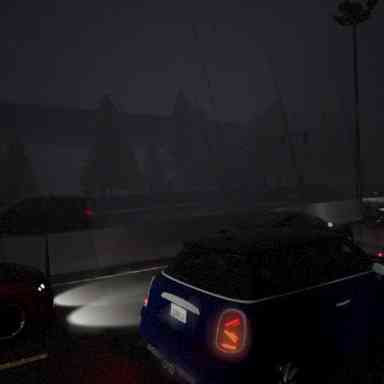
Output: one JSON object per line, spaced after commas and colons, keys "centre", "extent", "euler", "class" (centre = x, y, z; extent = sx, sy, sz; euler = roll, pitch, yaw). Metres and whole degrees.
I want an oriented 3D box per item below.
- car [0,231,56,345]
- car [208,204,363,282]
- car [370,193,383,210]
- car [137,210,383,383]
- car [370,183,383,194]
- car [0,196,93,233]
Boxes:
{"centre": [-4.320, 1.565, 4.971], "extent": [4.181, 1.385, 1.994], "euler": [0, 0, -35], "class": "car"}
{"centre": [3.052, 1.321, 10.289], "extent": [5.008, 1.535, 1.882], "euler": [-3, 1, -36], "class": "car"}
{"centre": [10.674, 0.866, 15.809], "extent": [4.902, 1.511, 2.128], "euler": [-4, 2, -36], "class": "car"}
{"centre": [1.575, 1.313, 4.902], "extent": [4.553, 1.767, 2.097], "euler": [-1, 1, -36], "class": "car"}
{"centre": [21.670, -0.285, 36.995], "extent": [4.902, 1.511, 2.128], "euler": [-4, 2, -36], "class": "car"}
{"centre": [-7.571, 1.229, 15.806], "extent": [5.566, 2.045, 2.150], "euler": [-1, 0, -36], "class": "car"}
